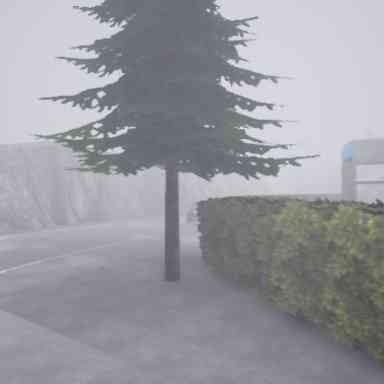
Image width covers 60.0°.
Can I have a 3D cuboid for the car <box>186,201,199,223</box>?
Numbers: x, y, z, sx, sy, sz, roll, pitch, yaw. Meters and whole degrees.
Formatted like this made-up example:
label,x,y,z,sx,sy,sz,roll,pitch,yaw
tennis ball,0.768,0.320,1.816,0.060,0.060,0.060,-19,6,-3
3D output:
label,x,y,z,sx,sy,sz,roll,pitch,yaw
car,1.512,1.441,25.698,2.097,1.767,4.553,0,0,35
